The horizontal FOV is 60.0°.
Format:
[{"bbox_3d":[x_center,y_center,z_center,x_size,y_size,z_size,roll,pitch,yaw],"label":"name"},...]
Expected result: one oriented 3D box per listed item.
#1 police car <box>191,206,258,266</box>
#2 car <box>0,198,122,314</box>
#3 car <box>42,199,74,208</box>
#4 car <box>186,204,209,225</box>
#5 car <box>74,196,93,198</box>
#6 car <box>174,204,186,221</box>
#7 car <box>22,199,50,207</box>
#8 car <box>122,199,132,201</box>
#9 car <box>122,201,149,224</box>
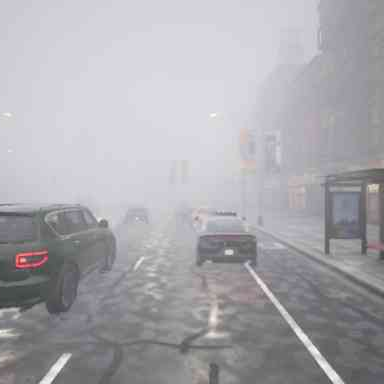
[{"bbox_3d":[1.050,1.516,11.977,1.930,1.638,5.238,0,0,0],"label":"police car"},{"bbox_3d":[-3.400,1.281,7.879,2.150,2.045,5.566,0,0,0],"label":"car"},{"bbox_3d":[-22.558,1.965,56.072,5.357,1.411,2.033,0,0,27],"label":"car"},{"bbox_3d":[0.874,1.625,22.598,1.801,1.575,5.366,0,0,-5],"label":"car"},{"bbox_3d":[-11.233,1.481,34.775,2.150,2.045,5.566,1,-1,-29],"label":"car"},{"bbox_3d":[-0.295,1.745,29.341,1.812,1.442,4.674,0,0,-14],"label":"car"},{"bbox_3d":[-29.253,1.985,62.402,4.674,1.452,2.002,0,0,20],"label":"car"},{"bbox_3d":[-10.791,1.841,46.891,2.128,1.511,4.902,0,-1,-43],"label":"car"},{"bbox_3d":[-4.516,1.704,26.665,1.837,1.490,4.892,1,-1,-11],"label":"car"}]
